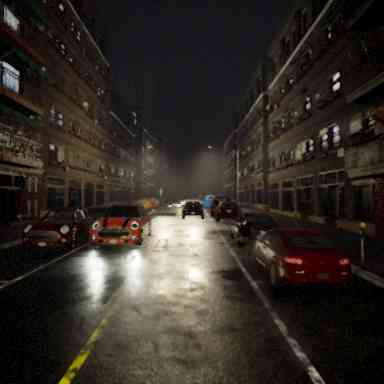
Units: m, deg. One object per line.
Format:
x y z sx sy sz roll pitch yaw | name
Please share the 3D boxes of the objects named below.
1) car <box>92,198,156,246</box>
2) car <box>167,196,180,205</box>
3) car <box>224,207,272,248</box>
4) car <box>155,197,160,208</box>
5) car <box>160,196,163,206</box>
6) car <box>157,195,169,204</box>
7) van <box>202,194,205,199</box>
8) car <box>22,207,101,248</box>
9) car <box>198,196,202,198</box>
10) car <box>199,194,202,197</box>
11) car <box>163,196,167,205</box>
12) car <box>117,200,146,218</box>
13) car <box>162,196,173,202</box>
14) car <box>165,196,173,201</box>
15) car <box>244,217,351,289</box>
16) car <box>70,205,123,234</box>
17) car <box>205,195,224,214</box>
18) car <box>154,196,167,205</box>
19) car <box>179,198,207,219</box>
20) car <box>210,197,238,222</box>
-3.099 1.356 15.329 2.097 1.767 4.553 0 0 0 | car
-3.039 1.569 57.583 2.033 1.411 5.357 0 0 1 | car
2.704 1.569 14.605 1.947 1.339 4.313 1 0 0 | car
-5.643 1.559 42.969 1.887 1.381 4.507 1 0 0 | car
-5.643 1.542 48.483 1.752 1.417 4.829 1 0 0 | car
-5.642 1.468 65.708 1.967 1.590 4.097 1 0 0 | car
2.706 1.358 48.713 1.690 1.788 3.998 1 0 0 | van
-5.641 1.444 14.545 1.967 1.590 4.097 1 0 0 | car
0.099 1.616 45.988 1.895 1.301 4.718 0 0 0 | car
2.706 1.364 94.191 2.192 1.841 5.009 1 0 0 | car
-5.644 1.586 54.337 1.947 1.339 4.313 1 0 0 | car
-5.644 1.554 31.599 1.887 1.381 4.507 1 0 0 | car
-5.644 1.586 77.076 2.008 1.369 4.403 1 0 0 | car
-5.645 1.622 82.762 1.802 1.307 4.206 1 0 0 | car
2.703 1.584 8.920 1.802 1.307 4.206 1 0 0 | car
-5.644 1.572 20.230 1.947 1.339 4.313 1 0 0 | car
2.708 1.324 31.659 2.192 1.841 5.009 1 0 0 | car
-5.643 1.549 59.852 1.752 1.417 4.829 1 0 0 | car
0.097 1.534 29.123 1.812 1.442 4.674 0 0 0 | car
2.705 1.447 25.975 1.967 1.590 4.097 1 0 0 | car
